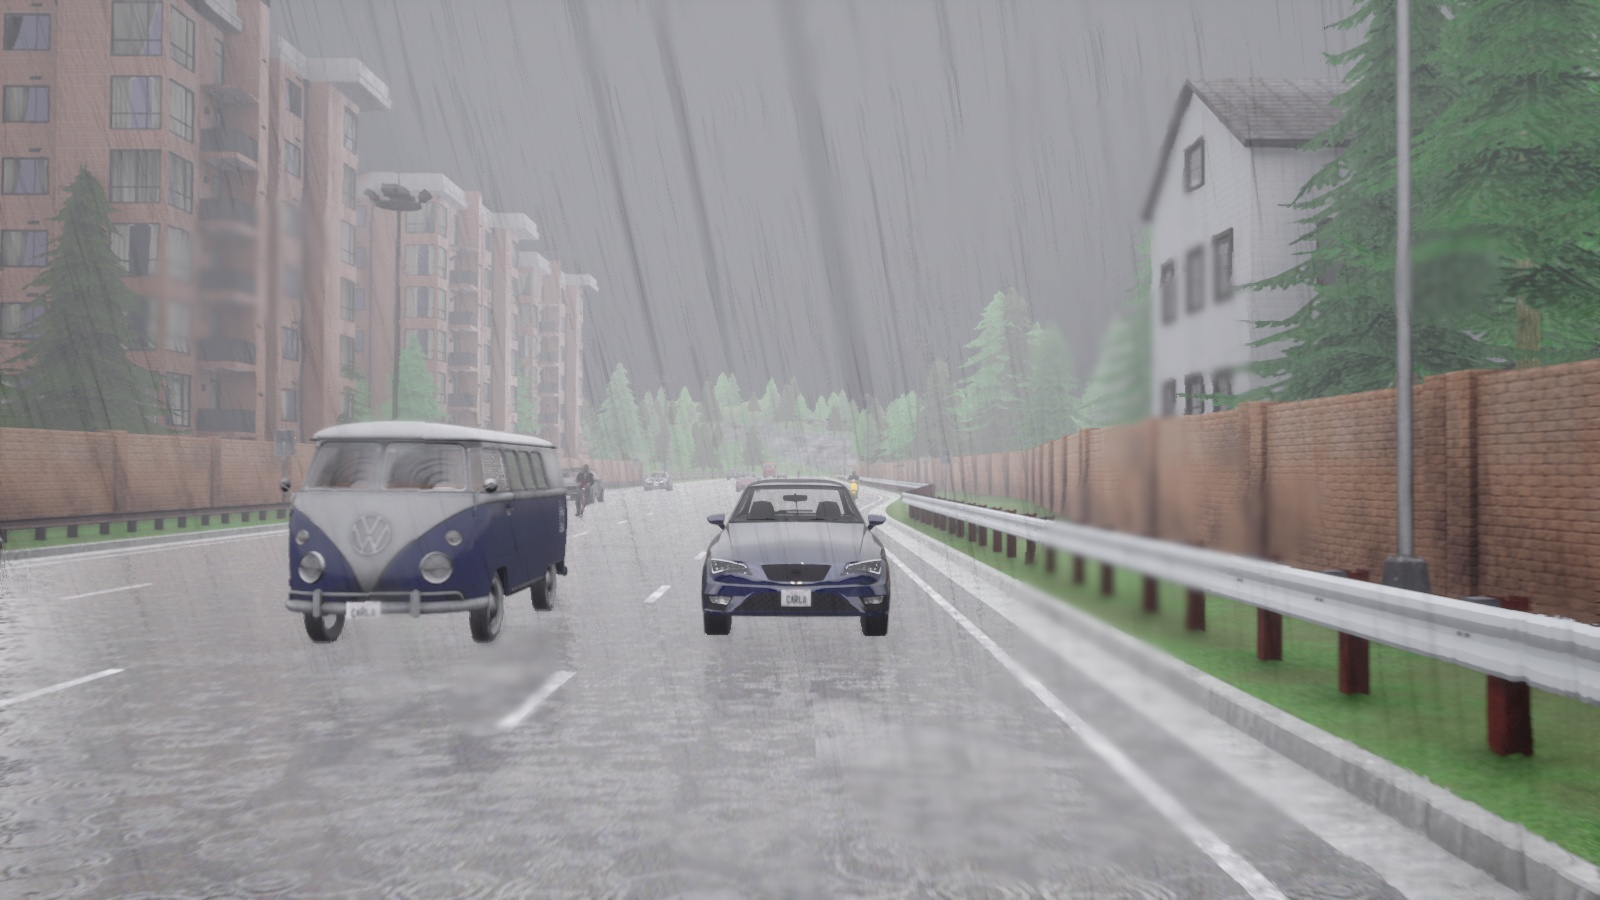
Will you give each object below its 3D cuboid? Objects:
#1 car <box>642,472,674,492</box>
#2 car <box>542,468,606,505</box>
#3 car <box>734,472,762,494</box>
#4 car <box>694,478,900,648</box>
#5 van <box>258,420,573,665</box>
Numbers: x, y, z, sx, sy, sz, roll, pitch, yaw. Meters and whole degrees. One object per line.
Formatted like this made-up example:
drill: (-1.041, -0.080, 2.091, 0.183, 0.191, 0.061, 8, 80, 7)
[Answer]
car: (-10.731, 2.418, 95.260, 1.970, 1.475, 3.806, 0, -1, 0)
car: (-10.645, 1.698, 59.523, 2.242, 1.667, 4.611, 0, -1, 0)
car: (-3.719, 2.358, 90.473, 1.845, 1.501, 3.633, 0, -1, 0)
car: (-0.032, 1.050, 13.242, 1.816, 1.474, 4.193, 0, -1, 0)
van: (-3.531, 0.790, 12.450, 1.775, 1.987, 4.442, 0, -1, 0)
